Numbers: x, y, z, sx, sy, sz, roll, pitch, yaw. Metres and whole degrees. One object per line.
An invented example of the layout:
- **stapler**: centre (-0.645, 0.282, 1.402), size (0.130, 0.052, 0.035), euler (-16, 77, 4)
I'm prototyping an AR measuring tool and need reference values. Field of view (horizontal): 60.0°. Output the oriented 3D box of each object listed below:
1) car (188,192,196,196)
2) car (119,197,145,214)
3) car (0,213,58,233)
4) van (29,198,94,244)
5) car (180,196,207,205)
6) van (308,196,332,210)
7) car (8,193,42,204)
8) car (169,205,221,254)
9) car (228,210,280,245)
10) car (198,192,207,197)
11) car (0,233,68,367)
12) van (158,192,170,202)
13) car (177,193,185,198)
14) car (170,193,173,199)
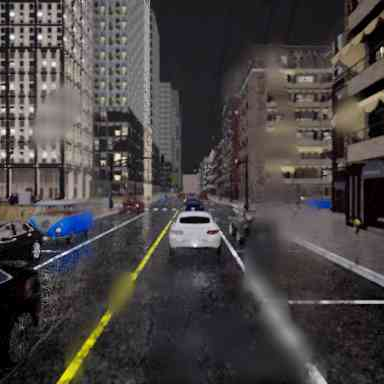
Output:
- **car**: centre (-0.012, 0.960, 91.287), size (2.128, 1.511, 4.902), euler (0, 0, 0)
- **car**: centre (-5.696, 1.247, 31.815), size (1.967, 1.590, 4.097), euler (0, 0, 0)
- **car**: centre (-5.692, 1.493, 9.222), size (2.008, 1.369, 4.403), euler (0, 0, 0)
- **van**: centre (-5.693, 1.249, 14.869), size (1.690, 1.788, 3.998), euler (0, 0, 0)
- **car**: centre (0.096, 1.380, 30.233), size (1.994, 1.385, 4.181), euler (0, 0, 0)
- **van**: centre (16.924, 1.448, 42.553), size (3.998, 1.788, 1.690), euler (1, -1, 0)
- **car**: centre (-21.137, 0.812, 42.593), size (4.097, 1.590, 1.967), euler (1, -1, 0)
- **car**: centre (0.098, 1.445, 13.004), size (1.812, 1.442, 4.674), euler (0, 0, 0)
- **car**: centre (2.688, 1.458, 14.871), size (2.008, 1.369, 4.403), euler (0, 0, 0)
- **car**: centre (2.678, 0.849, 80.943), size (2.192, 1.841, 5.009), euler (0, 0, 0)
- **car**: centre (-3.100, 1.472, 2.901), size (2.128, 1.511, 4.902), euler (0, 0, 0)
- **van**: centre (-5.700, 0.964, 64.288), size (1.690, 1.788, 3.998), euler (0, 0, 0)
- **car**: centre (-3.012, 0.954, 91.934), size (1.882, 1.535, 5.008), euler (0, 0, 0)
- **car**: centre (-5.703, 1.030, 86.323), size (1.752, 1.417, 4.829), euler (0, 0, 0)
